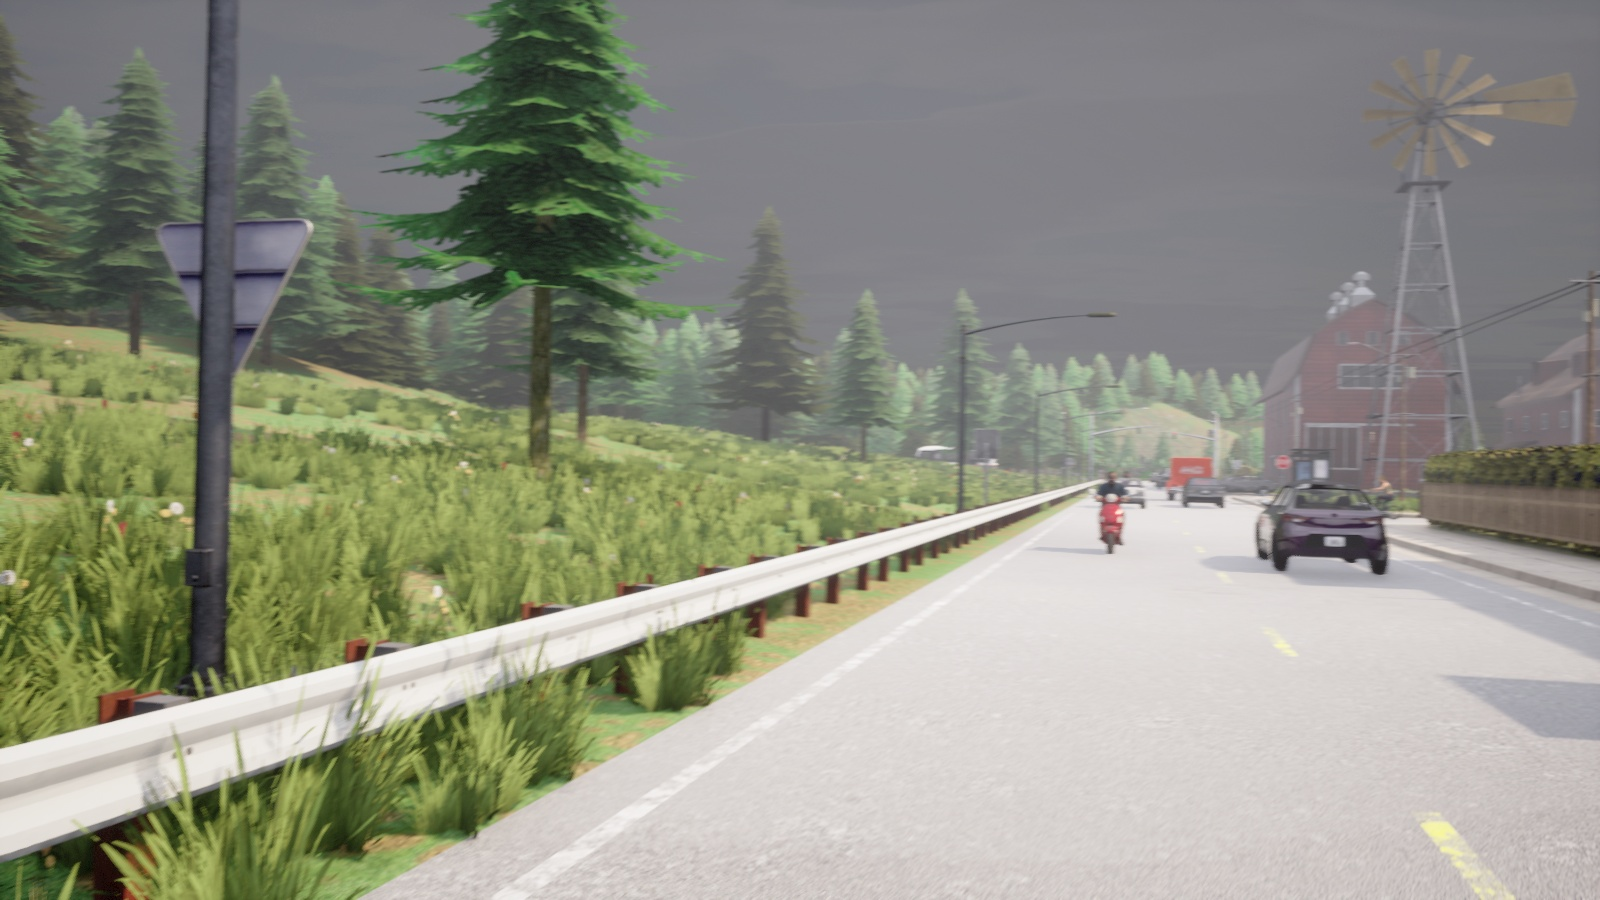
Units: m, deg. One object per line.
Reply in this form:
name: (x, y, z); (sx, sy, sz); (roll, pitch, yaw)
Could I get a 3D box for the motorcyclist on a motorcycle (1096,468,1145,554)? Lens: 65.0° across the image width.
motorcyclist on a motorcycle: (6.211, 1.144, 24.269); (0.866, 1.590, 1.817); (1, -1, 15)

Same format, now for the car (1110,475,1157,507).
car: (14.574, 1.749, 54.778); (1.895, 1.301, 4.718); (1, -1, 15)

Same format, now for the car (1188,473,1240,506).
car: (19.173, 1.795, 58.314); (2.033, 1.411, 5.357); (1, -1, 15)

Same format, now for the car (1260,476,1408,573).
car: (9.208, 1.216, 21.965); (1.816, 1.474, 4.193); (1, -1, 15)

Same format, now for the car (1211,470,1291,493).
car: (31.099, 2.183, 86.769); (4.902, 1.511, 2.128); (1, -1, 9)

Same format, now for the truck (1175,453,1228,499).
truck: (22.778, 1.458, 71.449); (2.627, 2.467, 5.204); (1, -1, 15)

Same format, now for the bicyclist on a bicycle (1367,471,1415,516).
bicyclist on a bicycle: (21.559, 1.570, 45.835); (1.509, 1.612, 0.866); (0, -1, 29)
